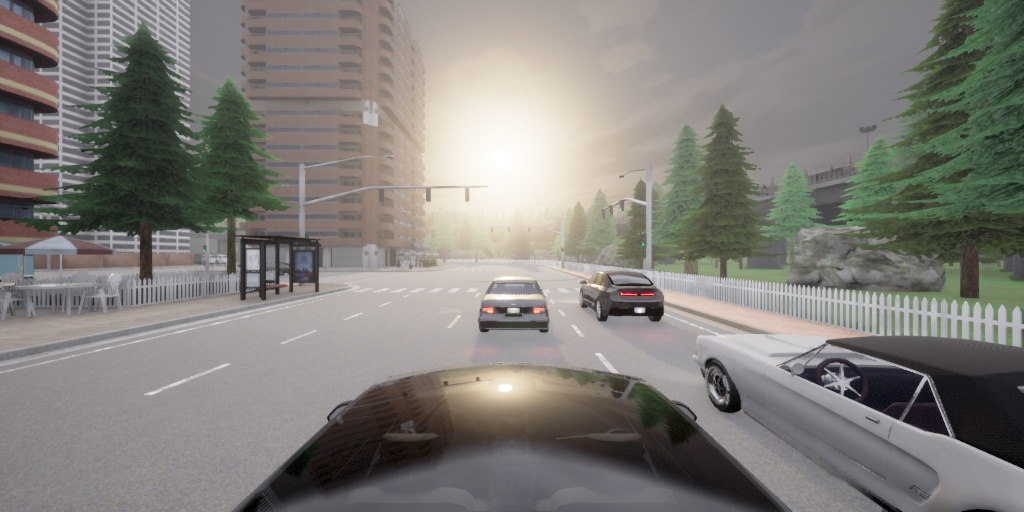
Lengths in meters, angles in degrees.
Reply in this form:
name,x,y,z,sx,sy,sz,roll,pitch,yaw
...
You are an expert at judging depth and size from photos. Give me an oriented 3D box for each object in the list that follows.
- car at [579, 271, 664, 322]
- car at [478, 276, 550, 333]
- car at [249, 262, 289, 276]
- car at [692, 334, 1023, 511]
name,x,y,z,sx,sy,sz,roll,pitch,yaw
car,3.565,1.255,12.353,1.837,1.490,4.892,0,0,1
car,0.078,1.297,10.764,2.033,1.411,5.357,0,0,1
car,-25.092,1.331,37.742,4.674,1.442,1.812,0,0,0
car,3.513,1.351,3.090,1.895,1.301,4.718,0,0,1
